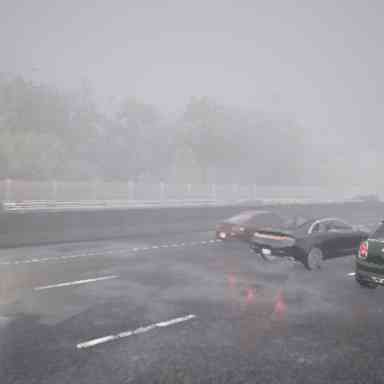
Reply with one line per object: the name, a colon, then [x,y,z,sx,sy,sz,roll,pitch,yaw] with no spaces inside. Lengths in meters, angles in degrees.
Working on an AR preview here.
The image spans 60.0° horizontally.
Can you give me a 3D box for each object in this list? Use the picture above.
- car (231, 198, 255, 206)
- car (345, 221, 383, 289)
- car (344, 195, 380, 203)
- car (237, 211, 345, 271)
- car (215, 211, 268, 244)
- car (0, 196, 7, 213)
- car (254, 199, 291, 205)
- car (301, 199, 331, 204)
car: [7.243,1.555,43.519,5.008,1.535,1.882,0,0,-35]
car: [5.978,1.369,8.009,4.553,1.767,2.097,0,0,-35]
car: [20.550,1.333,40.104,5.566,2.045,2.150,1,0,-35]
car: [4.112,1.509,10.974,4.902,1.511,2.128,0,0,-36]
car: [3.111,1.546,14.565,4.674,1.442,1.812,0,0,-35]
car: [-15.867,1.220,22.766,5.566,2.045,2.150,0,0,-35]
car: [9.443,1.671,36.495,4.718,1.301,1.895,0,0,-35]
car: [17.276,1.661,46.369,5.357,1.411,2.033,0,0,-35]
